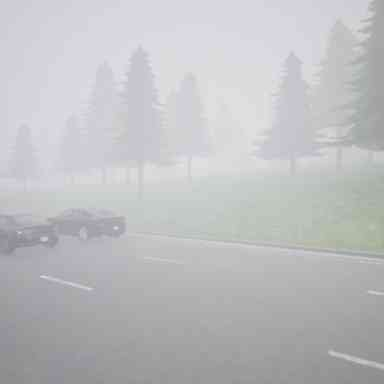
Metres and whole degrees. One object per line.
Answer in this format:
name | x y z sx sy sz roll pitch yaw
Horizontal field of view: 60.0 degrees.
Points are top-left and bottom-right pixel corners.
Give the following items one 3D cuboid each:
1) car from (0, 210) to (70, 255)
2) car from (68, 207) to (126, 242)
car | -7.183 1.528 13.347 4.674 1.442 1.812 0 0 36
car | -5.426 1.480 16.396 5.008 1.535 1.882 0 0 36
